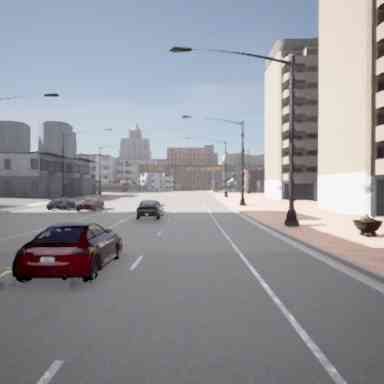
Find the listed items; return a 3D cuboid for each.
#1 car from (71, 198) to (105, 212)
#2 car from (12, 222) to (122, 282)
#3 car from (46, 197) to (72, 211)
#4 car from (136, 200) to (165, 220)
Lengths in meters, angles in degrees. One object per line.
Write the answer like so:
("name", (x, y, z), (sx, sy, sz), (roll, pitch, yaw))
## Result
("car", (-10.602, 1.346, 34.889), (1.895, 1.301, 4.718), (0, 1, 0))
("car", (-3.401, 1.567, 9.826), (1.994, 1.385, 4.181), (0, 0, 0))
("car", (-14.097, 1.277, 36.098), (1.994, 1.385, 4.181), (0, 2, 0))
("car", (-3.405, 1.404, 27.518), (1.837, 1.490, 4.892), (0, 1, 0))
